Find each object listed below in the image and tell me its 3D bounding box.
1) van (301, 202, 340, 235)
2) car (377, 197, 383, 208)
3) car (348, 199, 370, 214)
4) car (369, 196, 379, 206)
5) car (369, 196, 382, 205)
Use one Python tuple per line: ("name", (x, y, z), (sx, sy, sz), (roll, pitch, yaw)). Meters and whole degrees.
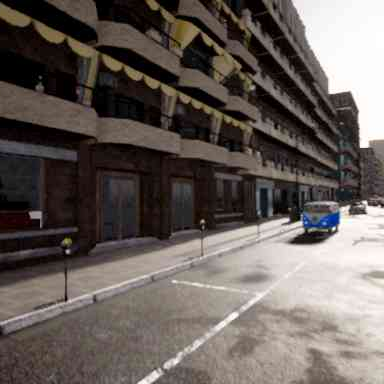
("van", (7.743, 1.486, 19.866), (1.690, 1.788, 3.998), (0, 0, 32))
("car", (31.190, 1.855, 52.987), (1.994, 1.385, 4.181), (-1, -1, 32))
("car", (19.288, 1.825, 38.699), (1.802, 1.307, 4.206), (0, 0, 32))
("car", (33.719, 1.942, 62.242), (1.887, 1.381, 4.507), (0, -1, 32))
("car", (39.491, 1.786, 71.661), (2.192, 1.841, 5.009), (0, -1, 32))
